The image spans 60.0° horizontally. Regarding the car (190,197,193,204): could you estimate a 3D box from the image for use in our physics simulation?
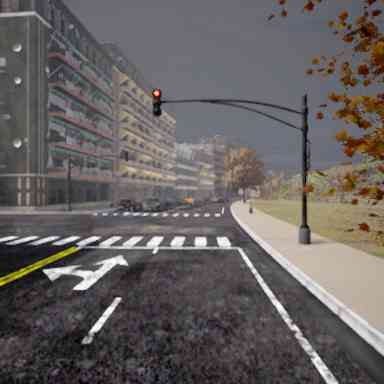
[{"bbox_3d":[-0.927,1.632,67.223,1.882,1.535,5.008,0,1,9],"label":"car"}]

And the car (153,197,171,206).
[{"bbox_3d":[-5.360,1.665,59.794,2.033,1.411,5.357,0,0,8],"label":"car"}]

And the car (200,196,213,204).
[{"bbox_3d":[2.957,1.697,70.718,2.128,1.511,4.902,0,0,10],"label":"car"}]

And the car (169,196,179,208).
[{"bbox_3d":[-3.584,1.678,48.736,1.895,1.301,4.718,0,0,7],"label":"car"}]

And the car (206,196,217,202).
[{"bbox_3d":[4.848,1.660,80.905,1.882,1.535,5.008,0,0,12],"label":"car"}]

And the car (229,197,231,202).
[{"bbox_3d":[8.121,1.715,80.690,1.812,1.442,4.674,0,0,12],"label":"car"}]

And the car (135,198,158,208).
[{"bbox_3d":[-6.730,1.627,49.730,2.033,1.411,5.357,0,0,7],"label":"car"}]

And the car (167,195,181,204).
[{"bbox_3d":[-3.768,1.513,69.917,2.097,1.767,4.553,0,0,9],"label":"car"}]

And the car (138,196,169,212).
[{"bbox_3d":[-4.542,1.397,39.795,2.097,1.767,4.553,0,0,6],"label":"car"}]

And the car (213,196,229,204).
[{"bbox_3d":[6.167,1.713,70.207,2.033,1.411,5.357,0,0,10],"label":"car"}]

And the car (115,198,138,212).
[{"bbox_3d":[-7.784,1.549,40.041,1.837,1.490,4.892,0,0,5],"label":"car"}]

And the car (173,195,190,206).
[{"bbox_3d":[-2.291,1.662,58.367,2.033,1.411,5.357,0,0,8],"label":"car"}]
